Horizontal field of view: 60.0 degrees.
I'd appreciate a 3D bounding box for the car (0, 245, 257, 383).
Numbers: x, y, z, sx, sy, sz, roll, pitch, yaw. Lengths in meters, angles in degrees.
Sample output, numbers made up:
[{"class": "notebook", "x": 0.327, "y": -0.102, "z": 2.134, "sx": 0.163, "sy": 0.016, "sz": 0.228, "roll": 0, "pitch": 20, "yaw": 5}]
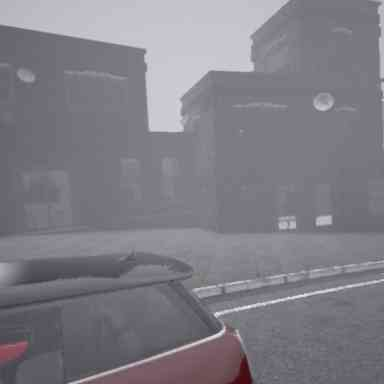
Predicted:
[{"class": "car", "x": -1.724, "y": 1.350, "z": 2.215, "sx": 4.553, "sy": 1.767, "sz": 2.097, "roll": 0, "pitch": 0, "yaw": -33}]
